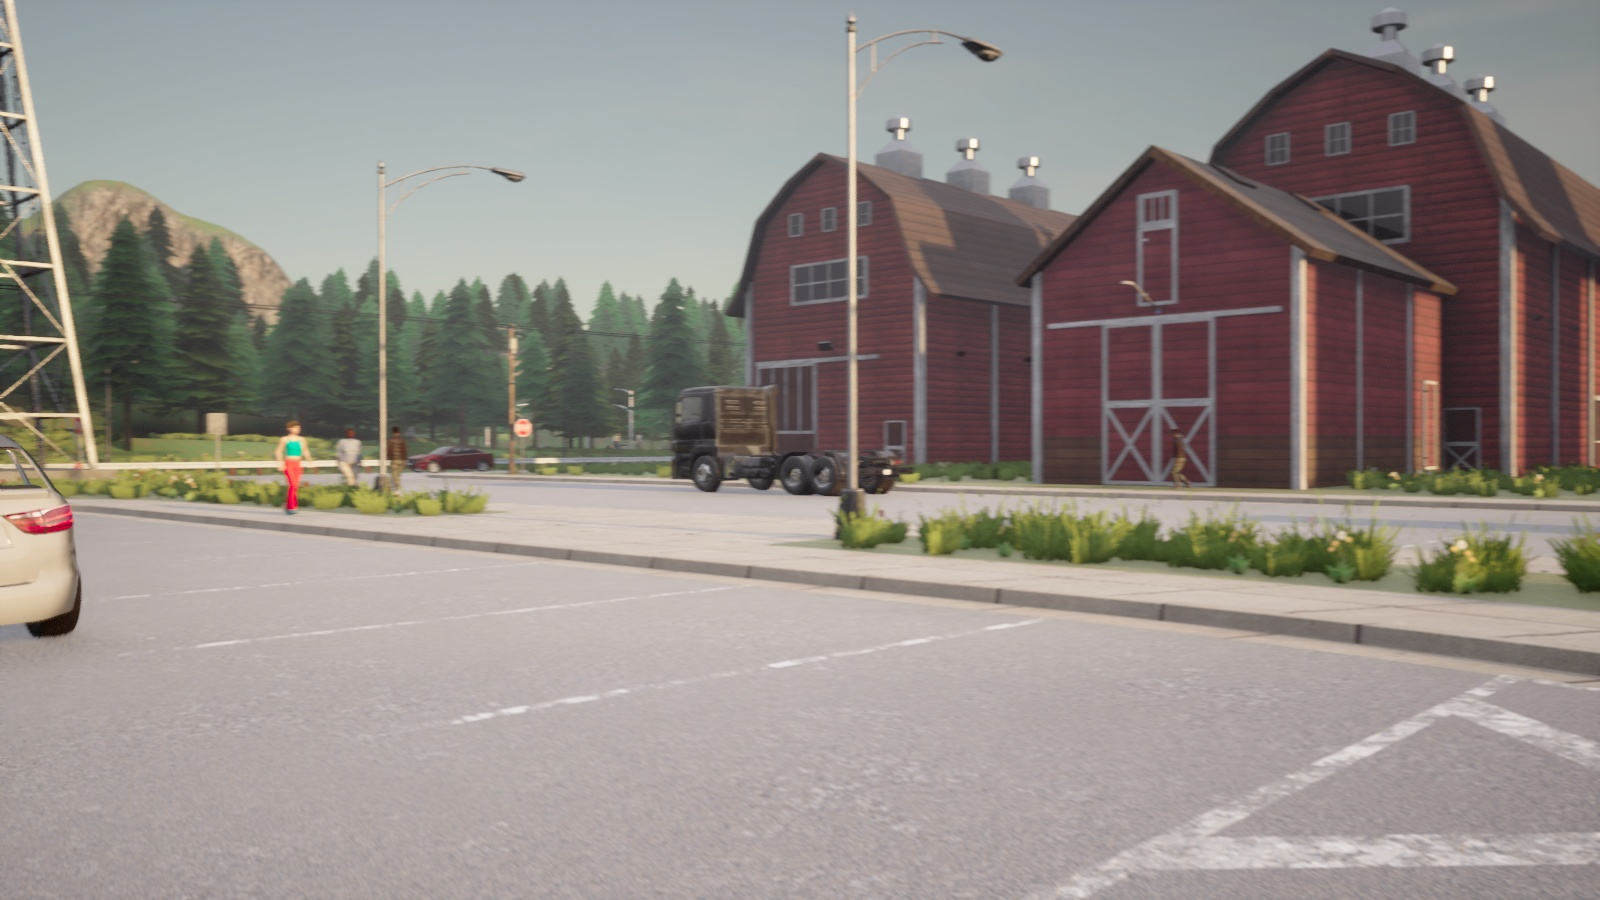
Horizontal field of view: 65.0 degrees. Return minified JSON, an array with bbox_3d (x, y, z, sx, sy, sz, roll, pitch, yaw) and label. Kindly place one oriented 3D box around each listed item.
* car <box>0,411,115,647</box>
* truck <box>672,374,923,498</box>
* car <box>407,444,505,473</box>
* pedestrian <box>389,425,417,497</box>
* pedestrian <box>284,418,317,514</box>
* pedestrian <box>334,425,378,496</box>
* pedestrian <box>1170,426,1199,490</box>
[{"bbox_3d":[-7.571,0.558,10.178,4.611,1.667,2.242,0,0,44],"label":"car"},{"bbox_3d":[-0.246,-0.397,38.865,7.936,3.462,2.891,0,0,43],"label":"truck"},{"bbox_3d":[-19.129,0.458,70.018,1.882,1.535,5.008,0,0,44],"label":"car"},{"bbox_3d":[-10.195,0.281,32.269,0.431,1.840,0.703,0,0,-42],"label":"pedestrian"},{"bbox_3d":[-9.651,0.310,24.250,0.594,1.836,0.345,0,0,40],"label":"pedestrian"},{"bbox_3d":[-11.768,0.279,33.294,0.874,1.855,0.900,0,0,-35],"label":"pedestrian"},{"bbox_3d":[11.100,0.230,36.254,0.703,1.840,0.431,0,0,34],"label":"pedestrian"}]
